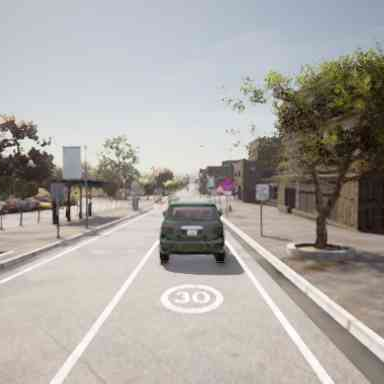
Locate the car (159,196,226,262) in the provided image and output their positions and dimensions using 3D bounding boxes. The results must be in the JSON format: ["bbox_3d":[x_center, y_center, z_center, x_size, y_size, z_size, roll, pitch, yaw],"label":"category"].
[{"bbox_3d":[0.014,1.304,12.588,2.150,2.045,5.566,0,0,0],"label":"car"}]

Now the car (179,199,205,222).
[{"bbox_3d":[0.024,1.501,28.413,2.097,1.767,4.553,0,0,0],"label":"car"}]

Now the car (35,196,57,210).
[{"bbox_3d":[-21.927,1.744,46.010,5.366,1.575,1.946,0,0,0],"label":"car"}]

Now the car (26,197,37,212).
[{"bbox_3d":[-22.100,1.716,40.461,4.892,1.521,2.231,0,0,0],"label":"car"}]

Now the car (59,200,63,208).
[{"bbox_3d":[-22.146,1.793,48.787,4.792,1.488,2.163,0,0,0],"label":"car"}]

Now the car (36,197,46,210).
[{"bbox_3d":[-22.138,1.760,43.236,4.792,1.488,2.163,0,0,0],"label":"car"}]

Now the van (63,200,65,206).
[{"bbox_3d":[-22.002,1.555,51.562,4.442,1.987,1.878,0,0,0],"label":"van"}]

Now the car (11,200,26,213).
[{"bbox_3d":[-22.108,1.698,37.686,5.008,1.535,2.097,0,0,0],"label":"car"}]

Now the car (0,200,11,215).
[{"bbox_3d":[-22.130,1.557,34.911,4.553,1.767,2.185,0,0,0],"label":"car"}]

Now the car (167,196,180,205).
[{"bbox_3d":[-3.302,1.461,59.657,2.128,1.511,4.902,0,1,0],"label":"car"}]
